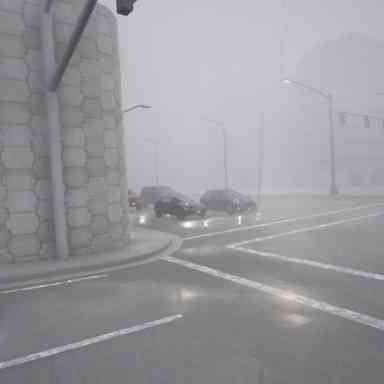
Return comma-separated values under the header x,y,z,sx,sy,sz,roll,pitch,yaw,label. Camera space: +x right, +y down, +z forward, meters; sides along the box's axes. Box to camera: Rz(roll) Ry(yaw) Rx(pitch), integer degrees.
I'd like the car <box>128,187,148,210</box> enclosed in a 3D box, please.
x,y,z,sx,sy,sz,roll,pitch,yaw,label
-6.580,0.671,30.764,2.150,2.045,5.566,-5,3,-35,car

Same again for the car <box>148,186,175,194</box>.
x,y,z,sx,sy,sz,roll,pitch,yaw,label
-3.038,0.439,31.803,2.150,2.045,5.566,-5,3,-35,car

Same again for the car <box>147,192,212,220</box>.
x,y,z,sx,sy,sz,roll,pitch,yaw,label
-0.964,0.977,22.855,1.812,1.442,4.674,-5,3,-35,car

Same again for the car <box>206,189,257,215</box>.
x,y,z,sx,sy,sz,roll,pitch,yaw,label
2.503,0.571,23.975,2.097,1.767,4.553,-5,3,-35,car
